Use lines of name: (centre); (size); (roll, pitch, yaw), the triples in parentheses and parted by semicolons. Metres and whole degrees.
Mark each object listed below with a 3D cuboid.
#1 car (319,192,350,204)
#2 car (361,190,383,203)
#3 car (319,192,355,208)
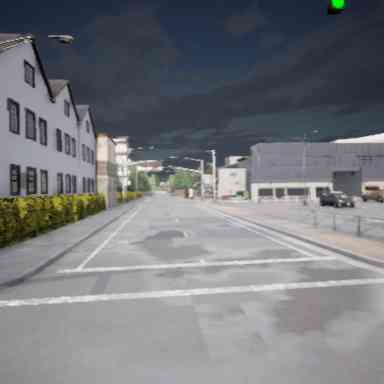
car: (17.891, 0.738, 42.019); (1.970, 1.475, 3.806); (-1, 0, -6)
car: (24.237, 0.547, 43.016); (2.152, 1.636, 5.027); (-1, 0, -6)
car: (14.994, 0.901, 34.624); (2.007, 1.523, 4.514); (-1, 0, -6)
